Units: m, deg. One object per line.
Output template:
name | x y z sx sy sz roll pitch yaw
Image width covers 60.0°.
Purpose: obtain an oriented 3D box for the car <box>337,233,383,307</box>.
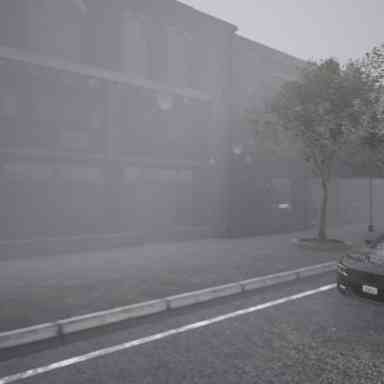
car | 5.219 1.479 7.410 5.008 1.535 1.882 0 0 -36
